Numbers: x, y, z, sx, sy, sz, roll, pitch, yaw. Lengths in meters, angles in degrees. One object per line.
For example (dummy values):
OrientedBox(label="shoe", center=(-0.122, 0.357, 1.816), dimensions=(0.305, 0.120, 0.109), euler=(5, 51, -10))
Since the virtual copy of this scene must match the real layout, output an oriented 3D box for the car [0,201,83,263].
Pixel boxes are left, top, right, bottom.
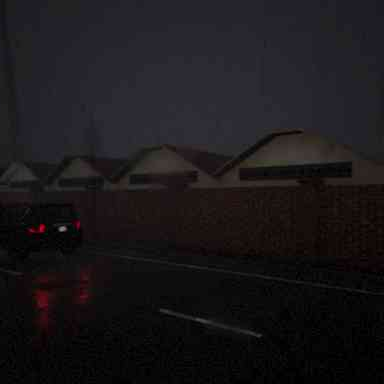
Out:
OrientedBox(label="car", center=(-6.569, 1.363, 12.861), dimensions=(5.566, 2.045, 2.150), euler=(0, 0, 36))
